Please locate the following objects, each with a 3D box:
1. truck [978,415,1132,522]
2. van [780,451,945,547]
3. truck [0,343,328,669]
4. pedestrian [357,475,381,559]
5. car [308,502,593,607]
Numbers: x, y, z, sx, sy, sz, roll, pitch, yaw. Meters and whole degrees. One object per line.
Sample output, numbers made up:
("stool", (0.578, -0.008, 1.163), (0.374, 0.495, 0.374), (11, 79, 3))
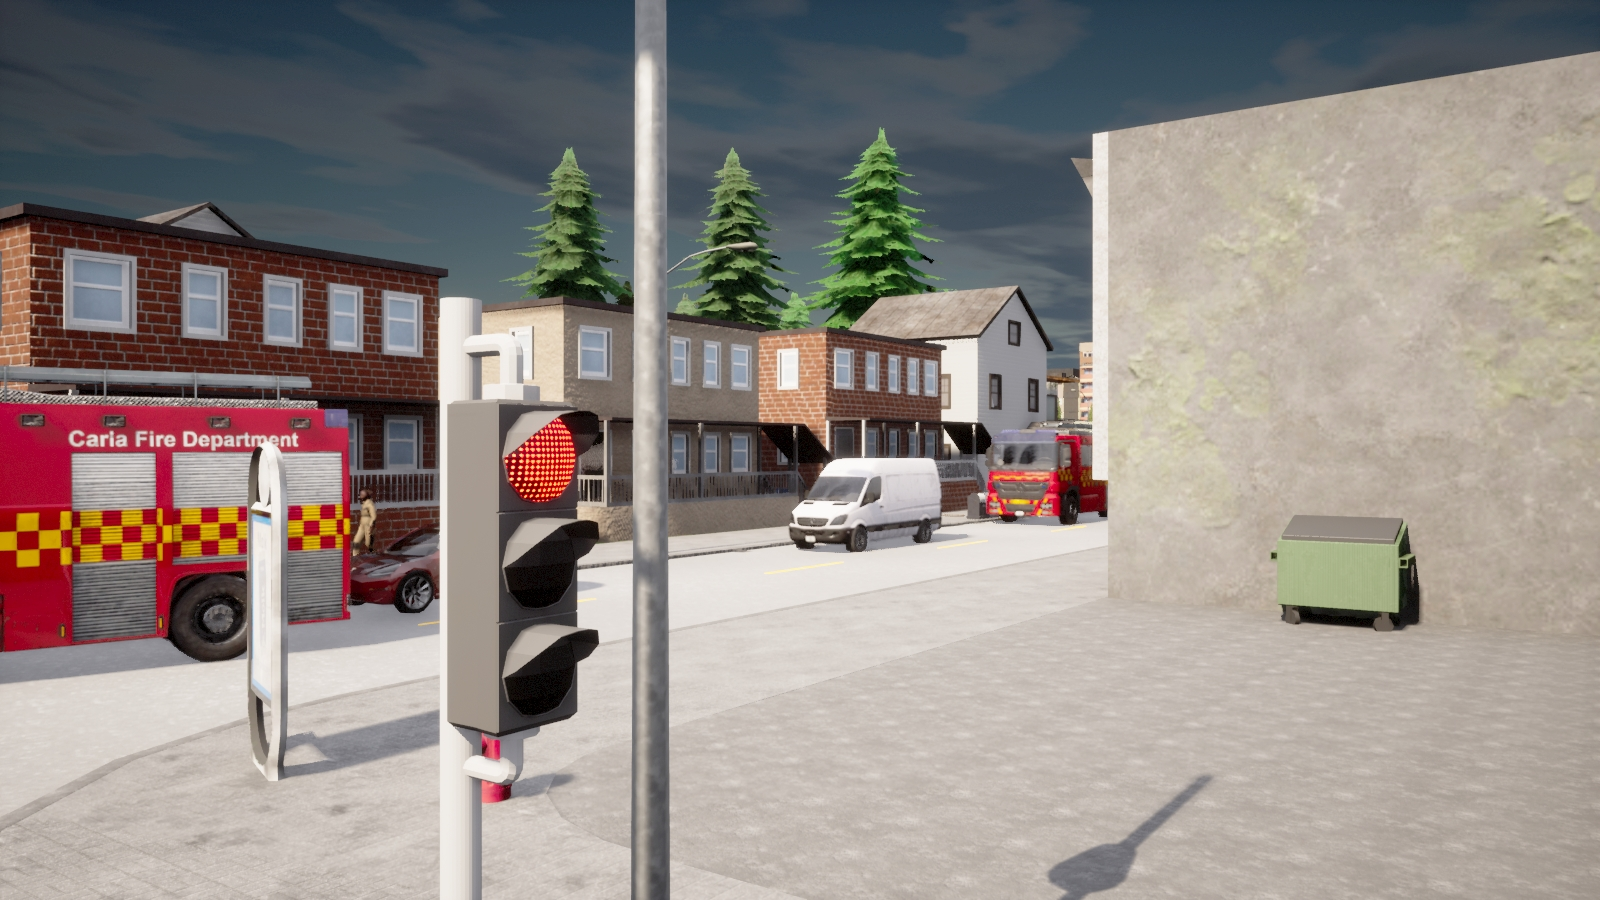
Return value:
("truck", (10.220, 0.664, 45.052), (2.891, 3.827, 8.468), (0, 0, 35))
("van", (1.956, 1.307, 33.266), (1.988, 2.561, 5.915), (0, 0, 35))
("truck", (-10.699, 0.661, 14.184), (8.468, 3.827, 2.891), (0, 0, -39))
("pedestrian", (-9.739, 1.506, 25.809), (0.375, 1.860, 0.375), (0, 0, 37))
("car", (-6.374, 1.835, 21.390), (2.163, 1.488, 4.792), (0, 0, 35))
